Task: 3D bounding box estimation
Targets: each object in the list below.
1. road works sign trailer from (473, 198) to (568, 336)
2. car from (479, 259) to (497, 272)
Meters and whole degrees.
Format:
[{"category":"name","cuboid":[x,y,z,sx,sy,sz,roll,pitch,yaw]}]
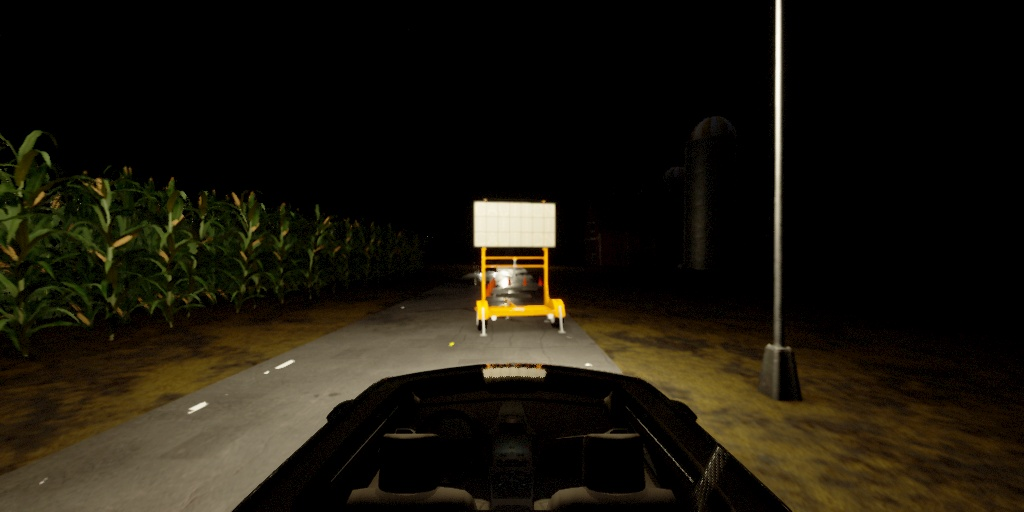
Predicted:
[{"category":"road works sign trailer","cuboid":[0.064,0.170,10.382,2.380,3.560,2.880,0,0,-10]},{"category":"car","cuboid":[-2.825,1.142,43.235,1.882,1.535,5.008,0,0,0]}]
